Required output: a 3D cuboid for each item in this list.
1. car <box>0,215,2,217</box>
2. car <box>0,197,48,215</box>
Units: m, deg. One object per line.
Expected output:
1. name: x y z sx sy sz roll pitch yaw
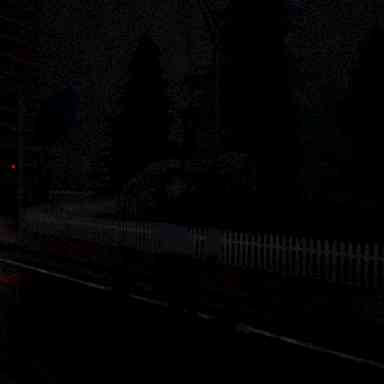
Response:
1. car: -7.667 1.351 9.479 5.357 1.411 2.033 1 1 36
2. car: -13.287 1.074 24.303 2.033 1.411 5.357 1 1 33
